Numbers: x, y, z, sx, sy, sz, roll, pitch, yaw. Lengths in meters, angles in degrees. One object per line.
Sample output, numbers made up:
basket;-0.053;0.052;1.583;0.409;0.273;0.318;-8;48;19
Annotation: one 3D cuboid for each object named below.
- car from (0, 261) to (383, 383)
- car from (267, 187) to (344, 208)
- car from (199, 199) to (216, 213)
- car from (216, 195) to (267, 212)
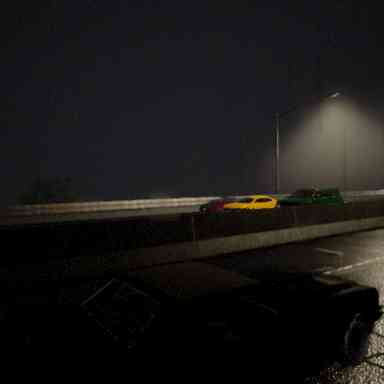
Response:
car;0.246;1.540;3.906;4.718;1.301;1.895;-2;1;-35
car;7.948;0.739;22.375;5.566;2.045;2.150;-2;1;-35
car;2.608;1.120;27.182;4.181;1.385;1.994;-2;1;-35
car;4.477;1.038;24.220;5.008;1.535;1.882;-2;1;-35
